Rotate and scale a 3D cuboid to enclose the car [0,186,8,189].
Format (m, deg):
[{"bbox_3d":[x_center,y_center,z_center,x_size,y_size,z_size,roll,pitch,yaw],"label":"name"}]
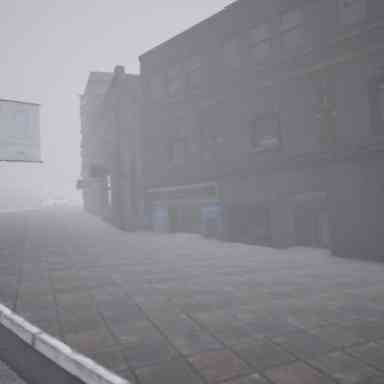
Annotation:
[{"bbox_3d":[-46.180,-1.039,77.939,2.002,1.452,4.674,-4,-3,9],"label":"car"}]

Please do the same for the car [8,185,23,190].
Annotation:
[{"bbox_3d":[-45.468,-0.845,83.310,2.231,1.521,4.892,-4,-3,7],"label":"car"}]

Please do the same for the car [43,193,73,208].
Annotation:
[{"bbox_3d":[-25.249,1.827,61.829,2.150,2.045,5.566,-4,-1,14],"label":"car"}]
